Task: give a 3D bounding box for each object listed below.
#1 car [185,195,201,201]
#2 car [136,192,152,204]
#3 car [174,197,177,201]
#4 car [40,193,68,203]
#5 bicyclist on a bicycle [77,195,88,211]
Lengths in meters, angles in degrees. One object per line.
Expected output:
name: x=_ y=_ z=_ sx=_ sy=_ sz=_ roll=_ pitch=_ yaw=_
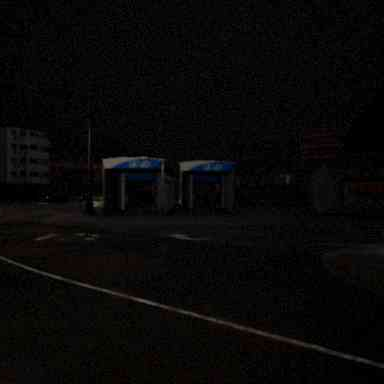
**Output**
car: x=-0.181 y=1.180 z=67.827 sx=1.882 sy=1.535 sz=5.008 roll=1 pitch=0 yaw=39
car: x=-6.918 y=1.203 z=58.360 sx=2.128 sy=1.511 sz=4.902 roll=1 pitch=0 yaw=35
car: x=-4.916 y=1.245 z=67.214 sx=1.994 sy=1.385 sz=4.181 roll=1 pitch=0 yaw=35
car: x=-23.954 y=0.965 z=57.712 sx=2.097 sy=1.767 sz=4.553 roll=1 pitch=0 yaw=29
bicyclist on a bicycle: x=-10.642 y=1.098 z=33.005 sx=1.656 sy=1.620 sz=0.582 roll=0 pitch=0 yaw=1
